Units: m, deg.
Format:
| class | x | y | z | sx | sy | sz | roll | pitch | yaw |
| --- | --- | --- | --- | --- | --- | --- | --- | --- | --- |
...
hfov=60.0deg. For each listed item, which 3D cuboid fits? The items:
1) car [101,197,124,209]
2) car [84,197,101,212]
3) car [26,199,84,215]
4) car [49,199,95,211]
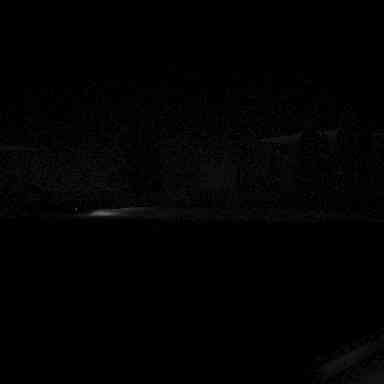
| class | x | y | z | sx | sy | sz | roll | pitch | yaw |
| --- | --- | --- | --- | --- | --- | --- | --- | --- | --- |
| car | -11.084 | 1.415 | 42.434 | 4.674 | 1.442 | 1.812 | 0 | 0 | 8 |
| car | -12.393 | 1.468 | 35.545 | 4.181 | 1.385 | 1.994 | 0 | 0 | 8 |
| car | -13.493 | 1.402 | 32.164 | 4.902 | 1.511 | 2.128 | 0 | 0 | 8 |
| car | -14.174 | 1.495 | 39.328 | 4.718 | 1.301 | 1.895 | 0 | 0 | 8 |
